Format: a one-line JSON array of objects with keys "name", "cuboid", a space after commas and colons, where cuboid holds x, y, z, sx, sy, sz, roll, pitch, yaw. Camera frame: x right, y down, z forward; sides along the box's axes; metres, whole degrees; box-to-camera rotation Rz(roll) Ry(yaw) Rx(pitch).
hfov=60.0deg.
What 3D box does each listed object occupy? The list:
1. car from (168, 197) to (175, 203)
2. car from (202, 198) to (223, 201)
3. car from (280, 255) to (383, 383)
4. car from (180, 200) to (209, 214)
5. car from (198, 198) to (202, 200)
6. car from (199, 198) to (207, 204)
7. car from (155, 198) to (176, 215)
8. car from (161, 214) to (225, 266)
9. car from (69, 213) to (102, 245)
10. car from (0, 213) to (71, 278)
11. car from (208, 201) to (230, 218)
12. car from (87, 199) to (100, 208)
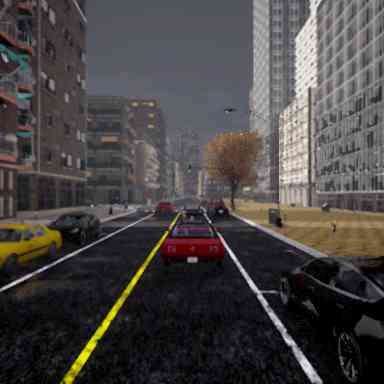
[{"name": "car", "cuboid": [-5.695, 2.270, 92.815, 1.967, 1.590, 4.097, 0, -1, 0]}, {"name": "car", "cuboid": [2.690, 1.638, 38.300, 2.192, 1.841, 5.009, 0, 0, 0]}, {"name": "car", "cuboid": [2.692, 1.608, 5.161, 1.947, 1.339, 4.313, 0, 0, 0]}, {"name": "car", "cuboid": [0.043, 1.720, 27.430, 2.128, 1.511, 4.902, 0, 0, 0]}, {"name": "car", "cuboid": [2.687, 2.160, 70.685, 1.887, 1.381, 4.507, 0, -1, 0]}, {"name": "car", "cuboid": [2.686, 2.249, 81.920, 1.752, 1.417, 4.829, 0, -1, 0]}, {"name": "car", "cuboid": [-3.058, 1.797, 38.013, 1.882, 1.535, 5.008, 0, -1, 0]}, {"name": "car", "cuboid": [0.041, 1.697, 11.821, 1.895, 1.301, 4.718, 0, 0, 1]}, {"name": "car", "cuboid": [-5.690, 1.698, 16.207, 1.947, 1.339, 4.313, 0, 0, 0]}, {"name": "car", "cuboid": [-5.689, 1.610, 10.514, 1.752, 1.417, 4.829, 0, 0, 0]}, {"name": "car", "cuboid": [2.690, 1.841, 32.775, 1.947, 1.339, 4.313, 0, 0, 0]}, {"name": "car", "cuboid": [-16.429, 1.776, 51.280, 4.403, 1.369, 2.008, 1, -1, -1]}]
